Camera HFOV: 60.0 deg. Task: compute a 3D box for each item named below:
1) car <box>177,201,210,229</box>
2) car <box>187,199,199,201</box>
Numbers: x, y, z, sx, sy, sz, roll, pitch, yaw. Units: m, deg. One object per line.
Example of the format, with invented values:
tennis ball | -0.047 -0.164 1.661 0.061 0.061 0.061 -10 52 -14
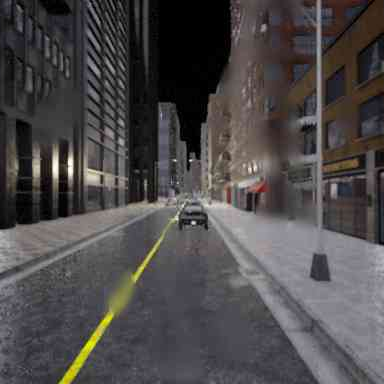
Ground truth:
car | 0.096 1.568 21.994 1.837 1.490 4.892 0 0 0
car | 0.093 1.606 40.318 2.128 1.511 4.902 0 0 0
